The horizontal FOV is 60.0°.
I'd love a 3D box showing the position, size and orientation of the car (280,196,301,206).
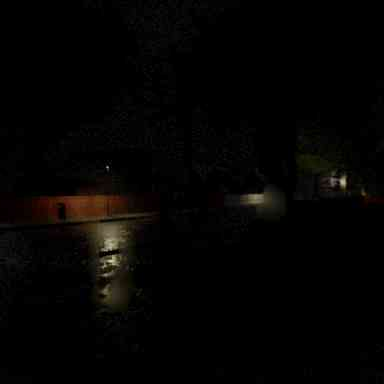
[{"bbox_3d":[13.952,1.243,46.721,1.812,1.442,4.674,1,1,35],"label":"car"}]
